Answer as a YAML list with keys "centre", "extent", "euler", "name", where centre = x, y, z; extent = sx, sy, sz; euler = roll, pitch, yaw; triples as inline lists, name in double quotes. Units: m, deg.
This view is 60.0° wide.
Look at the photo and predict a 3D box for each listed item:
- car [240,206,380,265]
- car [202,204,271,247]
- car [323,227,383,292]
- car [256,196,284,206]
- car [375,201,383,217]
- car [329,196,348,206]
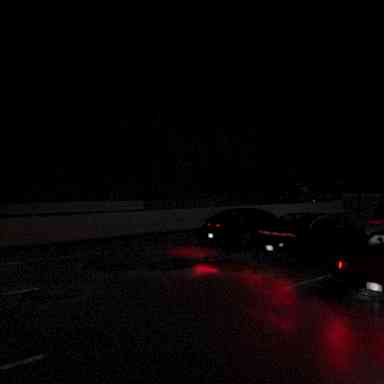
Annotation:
- centre: [4.238, 1.452, 11.527]
  extent: [4.902, 1.511, 2.128]
  euler: [0, 0, -38]
  name: "car"
- centre: [2.640, 1.468, 14.723]
  extent: [4.892, 1.490, 1.837]
  euler: [0, 0, -38]
  name: "car"
- centre: [5.329, 1.562, 7.901]
  extent: [4.718, 1.301, 1.895]
  euler: [0, 0, -38]
  name: "car"
- centre: [12.538, 1.398, 53.203]
  extent: [2.033, 1.411, 5.357]
  euler: [0, 0, 41]
  name: "car"
- centre: [16.399, 1.351, 26.835]
  extent: [5.008, 1.535, 1.882]
  euler: [0, 0, -44]
  name: "car"
- centre: [19.913, 1.317, 45.720]
  extent: [2.128, 1.511, 4.902]
  euler: [0, 0, 42]
  name: "car"
